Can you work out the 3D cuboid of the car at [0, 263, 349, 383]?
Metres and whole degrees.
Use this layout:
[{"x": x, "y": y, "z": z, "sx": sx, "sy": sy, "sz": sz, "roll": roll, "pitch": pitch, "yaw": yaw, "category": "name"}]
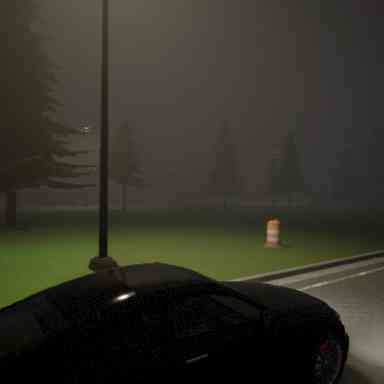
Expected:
[{"x": -0.240, "y": 1.540, "z": 3.575, "sx": 4.674, "sy": 1.442, "sz": 1.812, "roll": 0, "pitch": 0, "yaw": -35, "category": "car"}]
